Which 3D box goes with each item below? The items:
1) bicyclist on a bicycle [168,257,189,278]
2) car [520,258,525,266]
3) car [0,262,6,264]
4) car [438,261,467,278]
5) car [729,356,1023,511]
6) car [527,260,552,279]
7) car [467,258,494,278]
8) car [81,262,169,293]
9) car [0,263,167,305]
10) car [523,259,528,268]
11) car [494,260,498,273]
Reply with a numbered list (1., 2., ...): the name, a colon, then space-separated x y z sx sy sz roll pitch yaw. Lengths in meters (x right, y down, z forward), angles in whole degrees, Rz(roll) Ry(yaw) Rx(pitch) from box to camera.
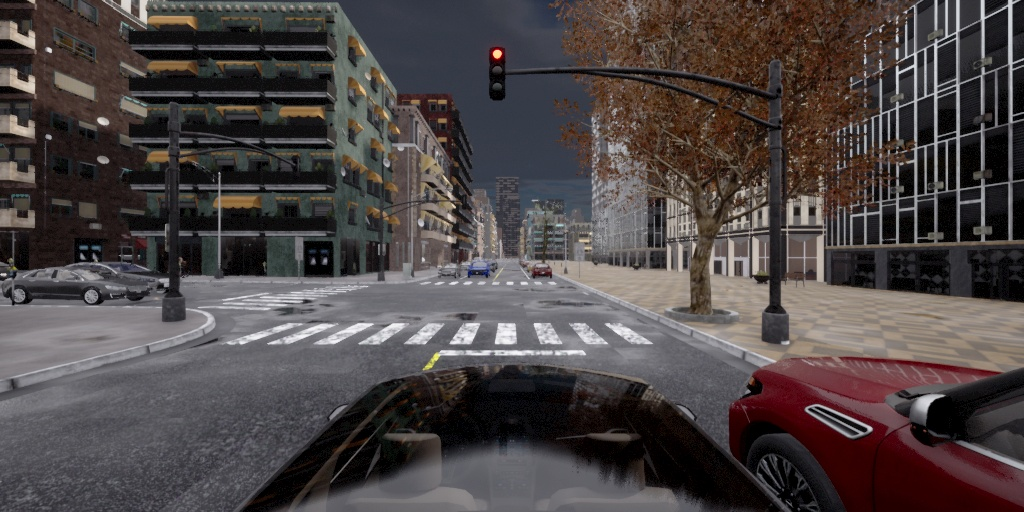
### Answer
1. bicyclist on a bicycle: -23.168 0.761 24.917 0.582 1.620 1.656 1 0 -1
2. car: 2.694 1.375 60.734 1.802 1.307 4.207 0 0 0
3. car: -33.187 0.869 21.868 4.403 1.370 2.007 0 0 -1
4. car: -5.688 1.313 33.072 2.007 1.370 4.403 0 0 0
5. car: 2.692 1.065 0.684 2.192 1.841 5.009 0 0 0
6. car: 2.692 1.307 33.071 1.888 1.381 4.507 0 0 0
7. car: -3.091 1.241 34.359 1.882 1.535 5.008 0 0 0
8. car: -18.042 1.013 16.230 4.902 1.511 2.128 1 0 -1
9. car: -16.434 1.091 13.656 4.403 1.370 2.007 0 0 -1
10. car: 2.693 1.298 44.307 1.751 1.417 4.829 0 0 0
11. car: -3.087 1.337 44.357 1.994 1.385 4.181 0 0 0
